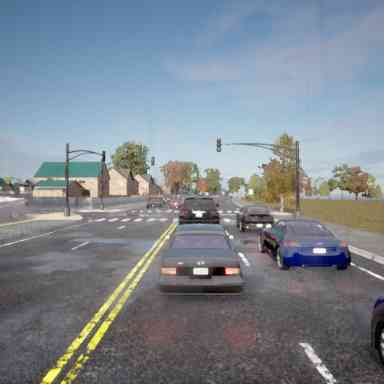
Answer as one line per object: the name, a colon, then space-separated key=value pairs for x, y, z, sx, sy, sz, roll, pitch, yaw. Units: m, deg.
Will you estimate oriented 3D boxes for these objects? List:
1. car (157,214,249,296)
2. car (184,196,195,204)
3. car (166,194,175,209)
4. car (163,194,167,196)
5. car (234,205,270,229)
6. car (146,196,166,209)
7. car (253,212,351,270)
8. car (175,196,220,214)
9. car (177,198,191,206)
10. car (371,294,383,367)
car: x=0.201 y=1.553 z=8.827 sx=2.033 sy=1.411 sz=5.357 roll=0 pitch=0 yaw=1
car: x=-0.428 y=1.650 z=67.241 sx=1.812 sy=1.442 sz=4.674 roll=0 pitch=0 yaw=5
car: x=-1.907 y=1.420 z=46.330 sx=2.097 sy=1.767 sz=4.553 roll=0 pitch=0 yaw=3
car: x=-4.289 y=1.327 z=59.913 sx=2.150 sy=2.045 sz=5.566 roll=0 pitch=0 yaw=4
car: x=3.682 y=1.520 z=19.933 sx=1.837 sy=1.490 sz=4.892 roll=0 pitch=0 yaw=3
car: x=-5.139 y=1.636 z=46.662 sx=1.994 sy=1.385 sz=4.181 roll=0 pitch=0 yaw=4
car: x=3.496 y=1.570 z=11.038 sx=1.994 sy=1.385 sz=4.181 roll=0 pitch=0 yaw=1
car: x=0.414 y=1.237 z=19.074 sx=2.150 sy=2.045 sz=5.566 roll=0 pitch=0 yaw=1
car: x=-1.287 y=1.692 z=56.295 sx=1.895 sy=1.301 sz=4.718 roll=0 pitch=0 yaw=4
car: x=3.383 y=1.353 z=2.518 sx=2.097 sy=1.767 sz=4.553 roll=0 pitch=0 yaw=0
